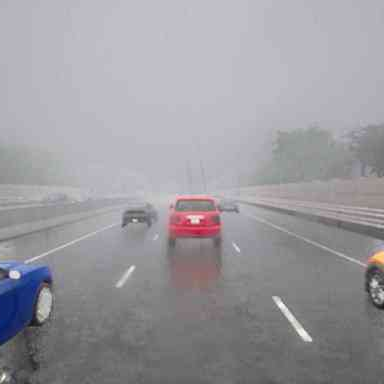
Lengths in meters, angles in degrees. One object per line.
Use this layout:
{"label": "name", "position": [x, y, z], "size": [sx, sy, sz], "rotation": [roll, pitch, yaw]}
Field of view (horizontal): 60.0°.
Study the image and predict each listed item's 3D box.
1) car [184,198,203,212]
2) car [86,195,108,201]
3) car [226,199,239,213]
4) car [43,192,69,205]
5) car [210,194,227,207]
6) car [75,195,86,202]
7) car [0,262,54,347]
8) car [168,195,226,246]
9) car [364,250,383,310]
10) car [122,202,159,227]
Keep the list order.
{"label": "car", "position": [0.151, 1.393, 36.832], "size": [1.994, 1.385, 4.181], "rotation": [0, 0, 0]}
{"label": "car", "position": [-13.995, 1.326, 50.974], "size": [2.033, 1.411, 5.357], "rotation": [0, 0, 1]}
{"label": "car", "position": [3.628, 1.409, 34.301], "size": [1.994, 1.385, 4.181], "rotation": [0, 0, 0]}
{"label": "car", "position": [-20.980, 0.994, 51.526], "size": [2.150, 2.045, 5.566], "rotation": [0, 0, 1]}
{"label": "car", "position": [3.594, 1.146, 45.913], "size": [2.097, 1.767, 4.553], "rotation": [0, 0, 1]}
{"label": "car", "position": [-17.470, 1.265, 54.291], "size": [2.128, 1.511, 4.902], "rotation": [0, 0, 1]}
{"label": "car", "position": [-3.396, 1.469, 3.962], "size": [1.882, 1.535, 5.008], "rotation": [0, 0, 0]}
{"label": "car", "position": [0.122, 1.179, 15.248], "size": [2.150, 2.045, 5.566], "rotation": [0, 0, 0]}
{"label": "car", "position": [4.554, 1.344, 4.950], "size": [2.097, 1.767, 4.553], "rotation": [0, 0, 0]}
{"label": "car", "position": [-3.370, 1.427, 22.070], "size": [1.837, 1.490, 4.892], "rotation": [0, 0, 0]}
